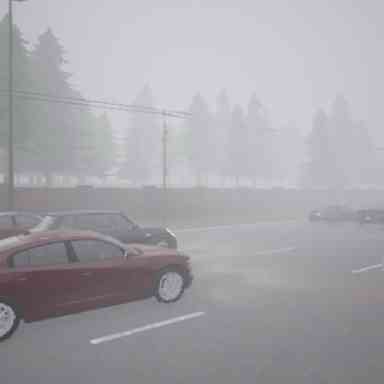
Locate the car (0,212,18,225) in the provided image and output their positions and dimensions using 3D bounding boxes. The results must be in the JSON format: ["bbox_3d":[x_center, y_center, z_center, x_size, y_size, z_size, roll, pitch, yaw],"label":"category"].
[{"bbox_3d":[-6.290,1.472,12.158,5.008,1.535,1.882,0,0,-36],"label":"car"}]

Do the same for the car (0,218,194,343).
[{"bbox_3d":[-2.264,1.472,6.432,5.008,1.535,1.882,0,0,-36],"label":"car"}]

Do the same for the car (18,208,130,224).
[{"bbox_3d":[-2.673,1.341,10.439,4.553,1.767,2.097,0,0,-35],"label":"car"}]

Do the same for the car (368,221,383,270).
[{"bbox_3d":[6.643,1.499,8.488,4.674,1.442,1.812,0,0,-36],"label":"car"}]

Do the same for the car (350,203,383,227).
[{"bbox_3d":[12.488,1.418,21.259,5.008,1.535,1.882,0,0,-36],"label":"car"}]

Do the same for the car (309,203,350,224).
[{"bbox_3d":[10.335,1.504,24.020,4.181,1.385,1.994,0,0,-36],"label":"car"}]
